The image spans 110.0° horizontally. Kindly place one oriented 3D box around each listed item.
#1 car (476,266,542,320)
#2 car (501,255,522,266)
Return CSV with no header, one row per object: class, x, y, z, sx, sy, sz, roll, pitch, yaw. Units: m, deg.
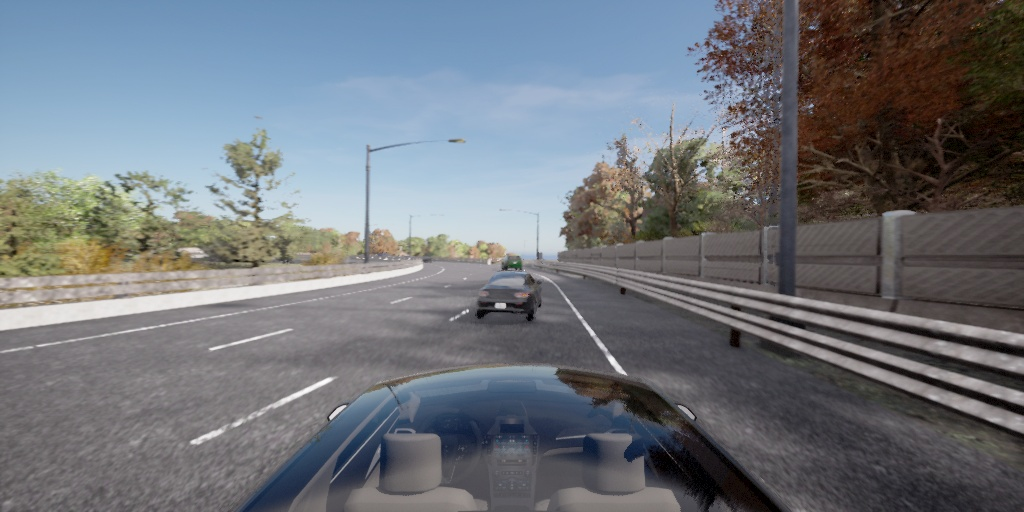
car,0.020,1.263,12.546,1.812,1.442,4.674,1,0,9
car,-0.072,0.913,46.467,2.150,2.045,5.566,1,0,-9
